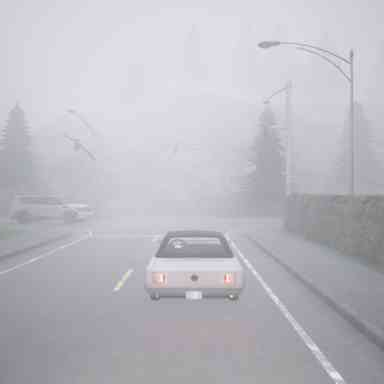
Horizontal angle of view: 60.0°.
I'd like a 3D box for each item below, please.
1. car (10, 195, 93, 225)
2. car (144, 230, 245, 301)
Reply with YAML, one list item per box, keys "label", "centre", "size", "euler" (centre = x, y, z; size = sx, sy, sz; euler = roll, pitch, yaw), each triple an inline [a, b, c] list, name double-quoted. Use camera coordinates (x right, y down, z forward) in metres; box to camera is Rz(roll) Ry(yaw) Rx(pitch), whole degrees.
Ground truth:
- label: "car"
  centre: [-9.950, 1.222, 23.682]
  size: [5.566, 2.045, 2.150]
  euler: [0, 0, 2]
- label: "car"
  centre: [0.062, 1.601, 8.309]
  size: [1.895, 1.301, 4.718]
  euler: [0, 0, 0]
